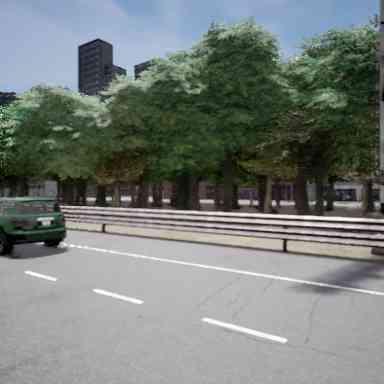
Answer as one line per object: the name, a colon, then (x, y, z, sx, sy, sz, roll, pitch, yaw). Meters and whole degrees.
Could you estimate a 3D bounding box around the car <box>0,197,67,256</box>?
car: (-7.392, 1.219, 13.443, 5.566, 2.045, 2.150, 0, 0, 36)
